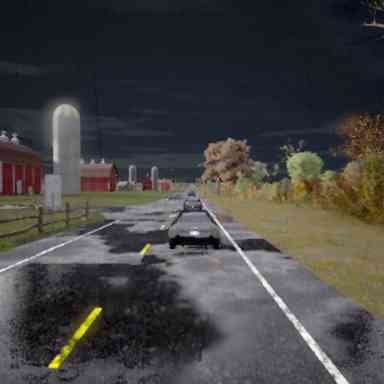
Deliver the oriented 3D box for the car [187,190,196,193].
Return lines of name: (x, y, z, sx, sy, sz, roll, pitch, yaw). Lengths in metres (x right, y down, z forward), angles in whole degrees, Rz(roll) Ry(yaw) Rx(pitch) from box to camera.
car: (-0.032, 0.494, 86.241, 2.150, 2.045, 5.566, 0, 0, 0)

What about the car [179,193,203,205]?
car: (0.090, 1.200, 34.633, 2.128, 1.511, 4.902, 0, 1, 0)

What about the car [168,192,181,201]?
car: (-3.540, 1.009, 65.927, 1.994, 1.385, 4.181, 0, 0, 0)

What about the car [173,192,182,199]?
car: (-3.530, 0.814, 81.734, 1.837, 1.490, 4.892, 0, 0, 0)

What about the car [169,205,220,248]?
car: (0.093, 1.446, 14.076, 1.994, 1.385, 4.181, 0, 0, 0)
